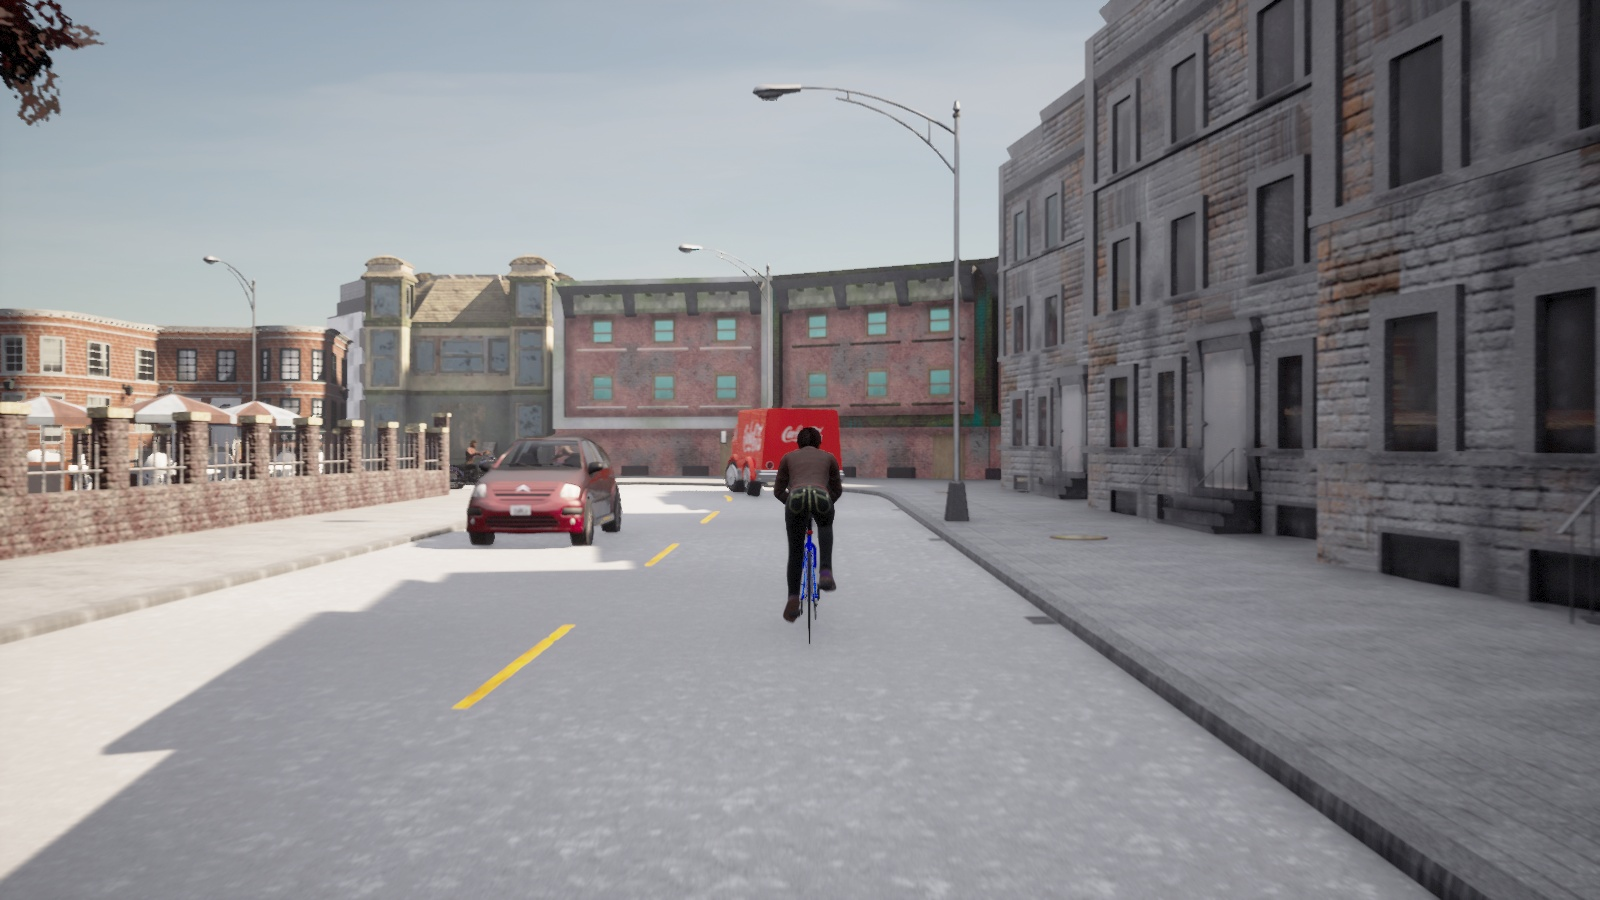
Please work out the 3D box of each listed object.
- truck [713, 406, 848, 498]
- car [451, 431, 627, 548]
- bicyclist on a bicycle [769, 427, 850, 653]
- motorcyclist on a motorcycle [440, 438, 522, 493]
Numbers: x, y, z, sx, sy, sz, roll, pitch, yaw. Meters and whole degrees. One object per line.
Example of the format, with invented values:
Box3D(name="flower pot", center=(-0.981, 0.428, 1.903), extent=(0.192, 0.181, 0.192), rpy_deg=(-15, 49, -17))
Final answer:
Box3D(name="truck", center=(-0.687, 0.053, 36.809), extent=(2.627, 2.467, 5.204), rpy_deg=(1, 0, -17))
Box3D(name="car", center=(-3.874, 0.533, 19.305), extent=(1.851, 1.617, 3.988), rpy_deg=(0, 0, 0))
Box3D(name="bicyclist on a bicycle", center=(0.071, 0.644, 9.840), extent=(0.582, 1.620, 1.656), rpy_deg=(0, 0, 0))
Box3D(name="motorcyclist on a motorcycle", center=(-9.934, 0.469, 39.141), extent=(2.350, 1.649, 0.766), rpy_deg=(0, 1, 7))
